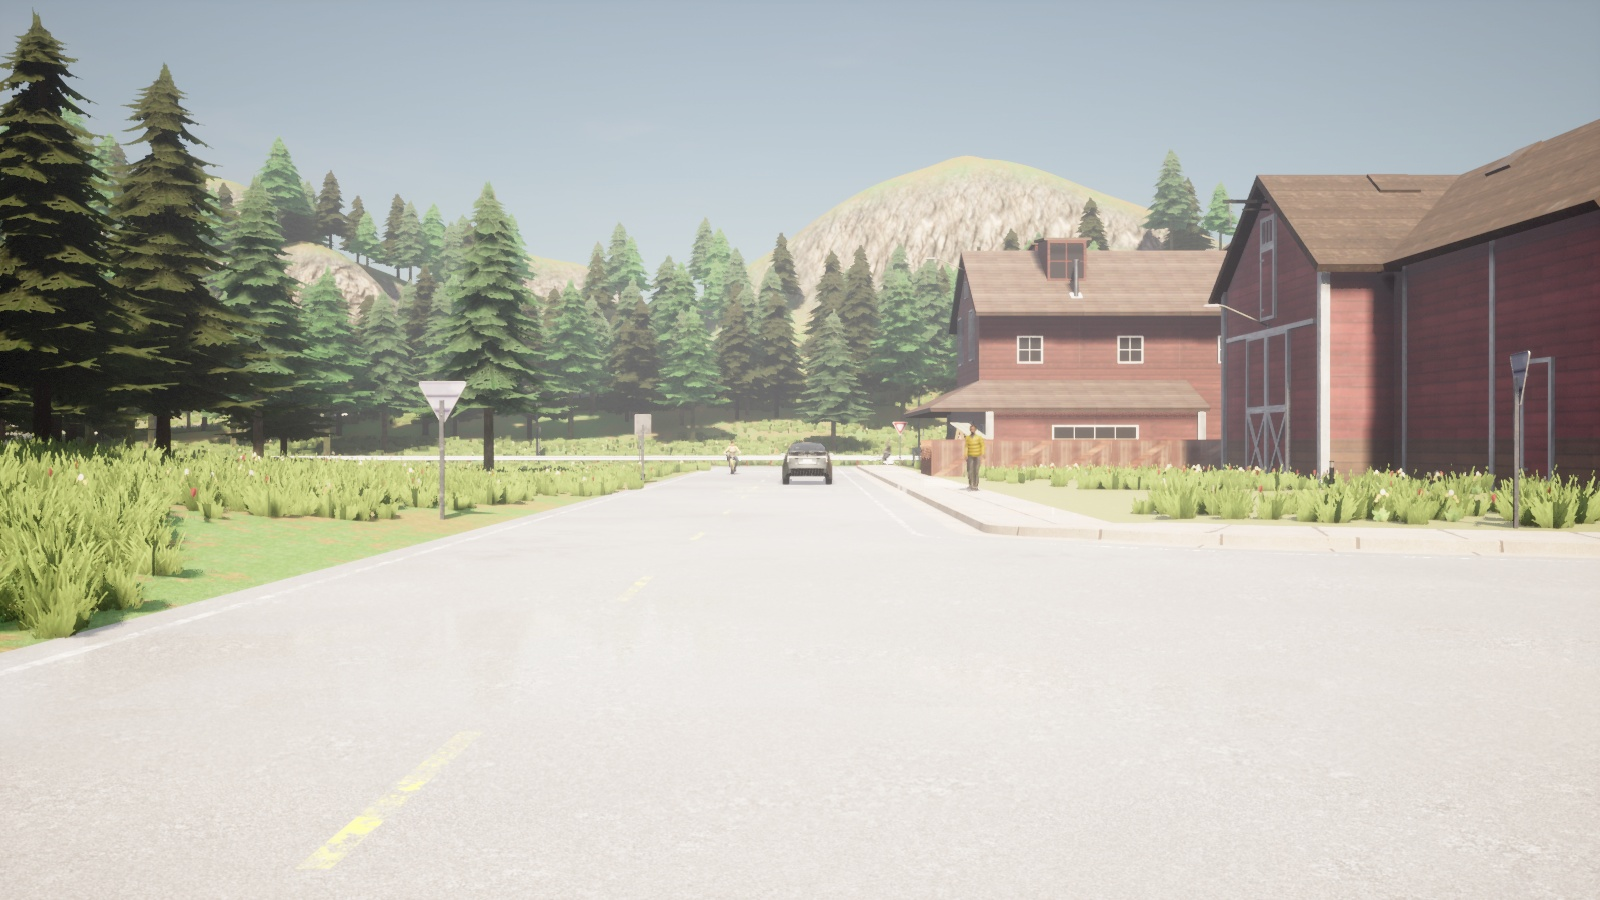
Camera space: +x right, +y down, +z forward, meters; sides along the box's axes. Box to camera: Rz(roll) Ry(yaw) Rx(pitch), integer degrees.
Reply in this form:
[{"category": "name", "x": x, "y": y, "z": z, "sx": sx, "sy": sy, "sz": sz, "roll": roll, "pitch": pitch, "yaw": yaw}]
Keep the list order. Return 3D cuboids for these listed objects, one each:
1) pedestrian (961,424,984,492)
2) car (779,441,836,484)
[{"category": "pedestrian", "x": 4.718, "y": 0.212, "z": 34.320, "sx": 0.431, "sy": 1.840, "sz": 0.709, "roll": 0, "pitch": 0, "yaw": 27}, {"category": "car", "x": 0.275, "y": 0.429, "z": 46.806, "sx": 2.007, "sy": 1.525, "sz": 4.514, "roll": 0, "pitch": 0, "yaw": 0}]
